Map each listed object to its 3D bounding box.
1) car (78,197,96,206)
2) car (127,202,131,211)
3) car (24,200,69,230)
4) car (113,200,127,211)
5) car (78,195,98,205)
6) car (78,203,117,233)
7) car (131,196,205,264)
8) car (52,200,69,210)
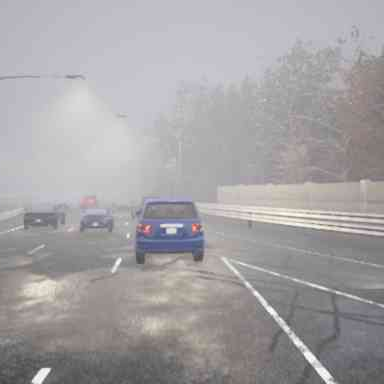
[{"bbox_3d":[-19.813,1.775,62.603,1.837,1.490,4.892,0,-1,-35],"label":"car"},{"bbox_3d":[-3.870,1.338,28.534,2.150,2.045,5.566,0,0,-19],"label":"car"},{"bbox_3d":[-9.705,1.577,22.259,1.882,1.535,5.008,0,0,-12],"label":"car"},{"bbox_3d":[-9.329,1.731,43.408,2.033,1.411,5.357,0,0,-23],"label":"car"},{"bbox_3d":[-14.731,1.425,47.020,2.150,2.045,5.566,0,0,-26],"label":"car"},{"bbox_3d":[-5.762,1.614,20.525,1.812,1.442,4.674,0,0,-11],"label":"car"},{"bbox_3d":[-0.896,1.266,12.274,2.150,2.045,5.566,0,-1,-6],"label":"car"},{"bbox_3d":[-18.502,1.808,46.750,1.895,1.301,4.718,0,0,-26],"label":"car"}]
